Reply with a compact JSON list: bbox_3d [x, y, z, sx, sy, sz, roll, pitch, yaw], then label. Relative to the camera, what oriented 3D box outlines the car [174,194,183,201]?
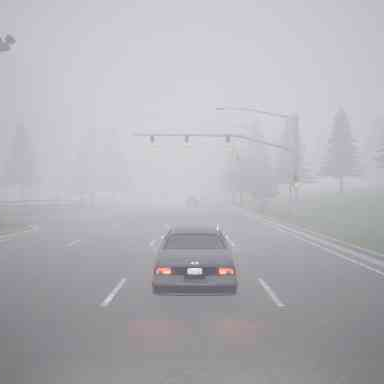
[{"bbox_3d":[-3.450,1.517,83.913,1.812,1.442,4.674,0,0,0],"label":"car"}]

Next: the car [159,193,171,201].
[{"bbox_3d":[-6.950,1.217,83.528,2.150,2.045,5.566,0,0,0],"label":"car"}]

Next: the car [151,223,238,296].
[{"bbox_3d":[0.072,1.547,8.812,2.033,1.411,5.357,0,0,0],"label":"car"}]

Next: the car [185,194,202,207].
[{"bbox_3d":[0.029,1.352,52.851,2.097,1.767,4.553,0,0,0],"label":"car"}]

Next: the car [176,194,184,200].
[{"bbox_3d":[-3.444,1.358,93.916,2.128,1.511,4.902,0,0,0],"label":"car"}]

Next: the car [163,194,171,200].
[{"bbox_3d":[-6.944,1.385,93.918,1.994,1.385,4.181,0,0,0],"label":"car"}]

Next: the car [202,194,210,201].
[{"bbox_3d":[3.550,1.492,83.492,1.837,1.490,4.892,0,0,0],"label":"car"}]

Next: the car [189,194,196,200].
[{"bbox_3d":[0.056,1.310,93.914,1.882,1.535,5.008,0,0,0],"label":"car"}]

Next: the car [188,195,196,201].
[{"bbox_3d":[0.050,1.531,83.494,2.033,1.411,5.357,0,0,0],"label":"car"}]

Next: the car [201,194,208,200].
[{"bbox_3d":[3.556,1.310,93.912,1.882,1.535,5.008,0,0,0],"label":"car"}]
